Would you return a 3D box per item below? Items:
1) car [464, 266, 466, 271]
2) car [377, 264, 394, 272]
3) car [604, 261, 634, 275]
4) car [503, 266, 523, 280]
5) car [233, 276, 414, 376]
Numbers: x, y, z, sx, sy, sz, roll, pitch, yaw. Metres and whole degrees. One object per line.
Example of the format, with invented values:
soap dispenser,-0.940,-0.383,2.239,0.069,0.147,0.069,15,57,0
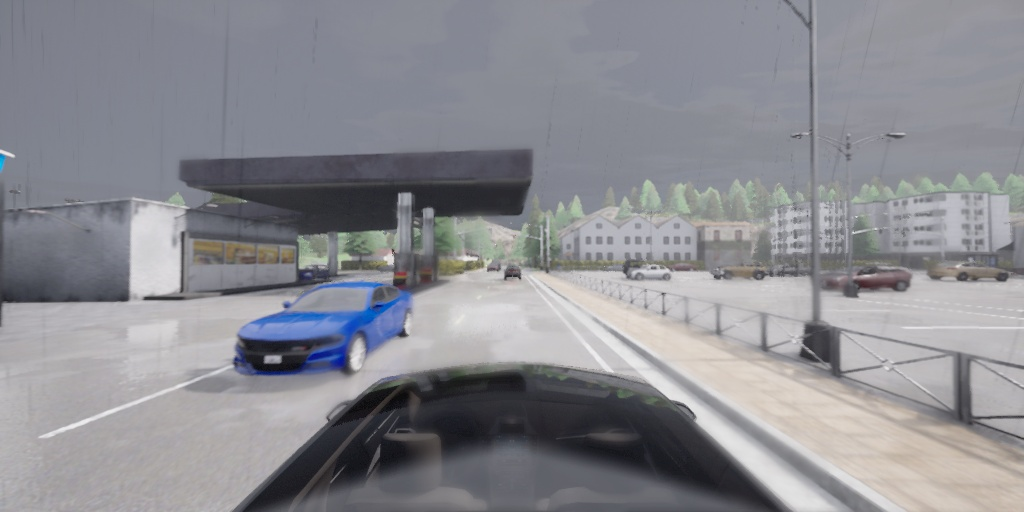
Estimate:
car,-9.938,1.810,59.258,4.553,1.767,2.097,3,-1,0
car,-19.945,1.977,59.217,4.181,1.385,1.994,1,-1,0
car,17.411,1.959,59.352,4.181,1.385,1.994,0,-1,0
car,0.086,1.795,38.837,1.837,1.490,4.892,0,-1,0
car,-3.601,1.318,7.887,1.882,1.535,5.008,0,-1,0
